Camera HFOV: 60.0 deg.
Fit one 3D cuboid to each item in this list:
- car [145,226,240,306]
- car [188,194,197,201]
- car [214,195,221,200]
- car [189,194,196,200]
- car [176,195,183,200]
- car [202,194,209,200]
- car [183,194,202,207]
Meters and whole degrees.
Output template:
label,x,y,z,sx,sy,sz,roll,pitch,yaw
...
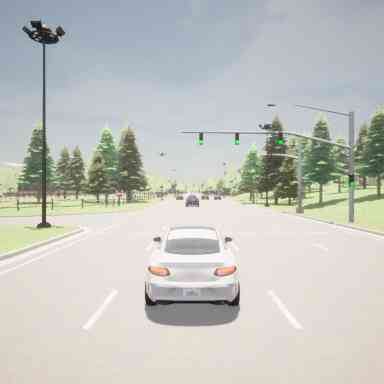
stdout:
label,x,y,z,sx,sy,sz,roll,pitch,yaw
car,0.018,1.526,7.895,1.812,1.442,4.674,0,0,0
car,0.128,1.348,82.798,2.097,1.767,4.553,0,0,0
car,7.144,1.525,93.234,2.128,1.511,4.902,0,0,0
car,0.144,1.332,92.832,1.837,1.490,4.892,0,0,0
car,-3.356,1.553,93.217,1.994,1.385,4.181,0,0,0
car,3.644,1.355,93.209,2.097,1.767,4.553,0,0,0
car,0.080,1.352,51.769,2.097,1.767,4.553,0,0,0
